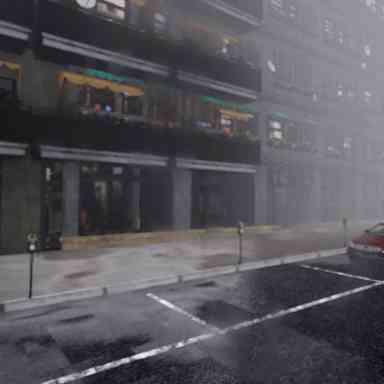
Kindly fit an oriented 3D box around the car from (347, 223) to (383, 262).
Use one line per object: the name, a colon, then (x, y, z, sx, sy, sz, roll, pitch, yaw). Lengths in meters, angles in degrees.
car: (7.174, 1.725, 11.677, 4.206, 1.307, 1.802, 1, 0, -36)
